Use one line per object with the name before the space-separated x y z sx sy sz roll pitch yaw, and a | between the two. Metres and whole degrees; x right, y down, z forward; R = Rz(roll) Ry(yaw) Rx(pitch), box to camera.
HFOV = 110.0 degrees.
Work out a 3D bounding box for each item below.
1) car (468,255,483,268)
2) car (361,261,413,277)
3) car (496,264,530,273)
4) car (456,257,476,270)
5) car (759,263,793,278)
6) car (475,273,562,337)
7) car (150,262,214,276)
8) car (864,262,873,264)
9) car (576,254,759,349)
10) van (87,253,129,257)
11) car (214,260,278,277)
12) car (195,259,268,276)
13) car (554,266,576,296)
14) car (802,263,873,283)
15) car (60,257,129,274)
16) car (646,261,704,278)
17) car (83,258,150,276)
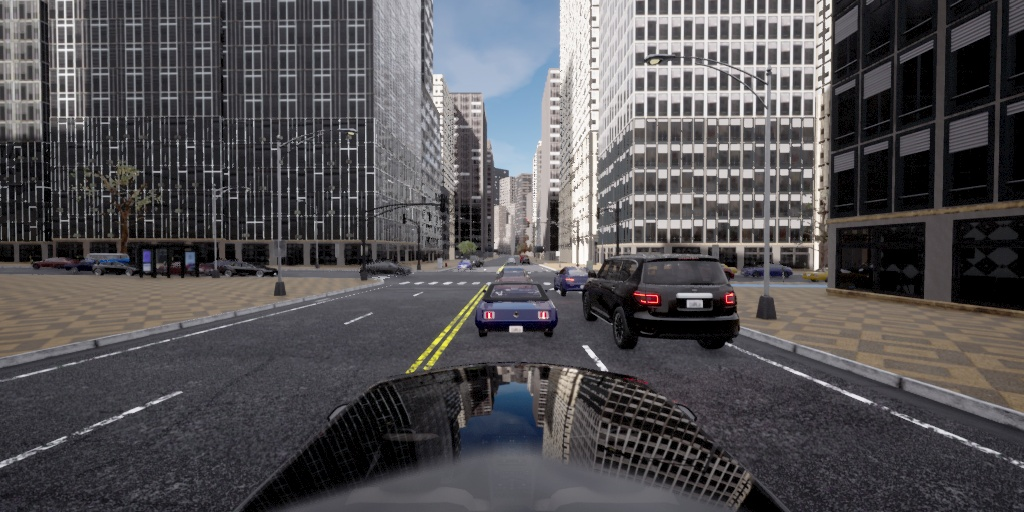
car | -6.656 0.925 61.209 2.150 2.045 5.566 0 0 0
car | -11.756 1.189 33.702 4.674 1.442 1.812 0 1 1
car | 0.078 1.305 18.961 1.994 1.385 4.181 0 0 0
car | -6.657 1.241 51.247 1.812 1.442 4.674 0 0 -2
car | 25.785 1.471 36.349 4.674 1.442 1.812 0 1 1
car | 0.090 1.347 10.224 1.895 1.301 4.718 0 0 0
car | -28.456 1.138 31.318 4.207 1.307 1.802 0 0 1
car | 36.323 1.388 36.165 4.553 1.767 2.097 0 1 1
car | 3.341 0.968 9.264 2.150 2.045 5.566 0 0 0
van | -45.340 0.605 40.129 3.998 1.789 1.690 0 0 1
car | -22.772 1.174 31.193 4.313 1.339 1.948 0 0 1
car | -26.520 1.077 33.976 5.357 1.411 2.033 0 1 1
car | 3.327 1.267 18.956 1.812 1.442 4.674 0 0 0
car | 27.602 1.578 30.539 4.829 1.417 1.751 0 0 1
car | -39.358 1.014 34.226 4.718 1.301 1.895 1 1 1
car | 16.473 1.341 36.493 5.008 1.535 1.882 1 1 1
car | -34.137 1.069 31.484 4.313 1.339 1.948 0 0 1
